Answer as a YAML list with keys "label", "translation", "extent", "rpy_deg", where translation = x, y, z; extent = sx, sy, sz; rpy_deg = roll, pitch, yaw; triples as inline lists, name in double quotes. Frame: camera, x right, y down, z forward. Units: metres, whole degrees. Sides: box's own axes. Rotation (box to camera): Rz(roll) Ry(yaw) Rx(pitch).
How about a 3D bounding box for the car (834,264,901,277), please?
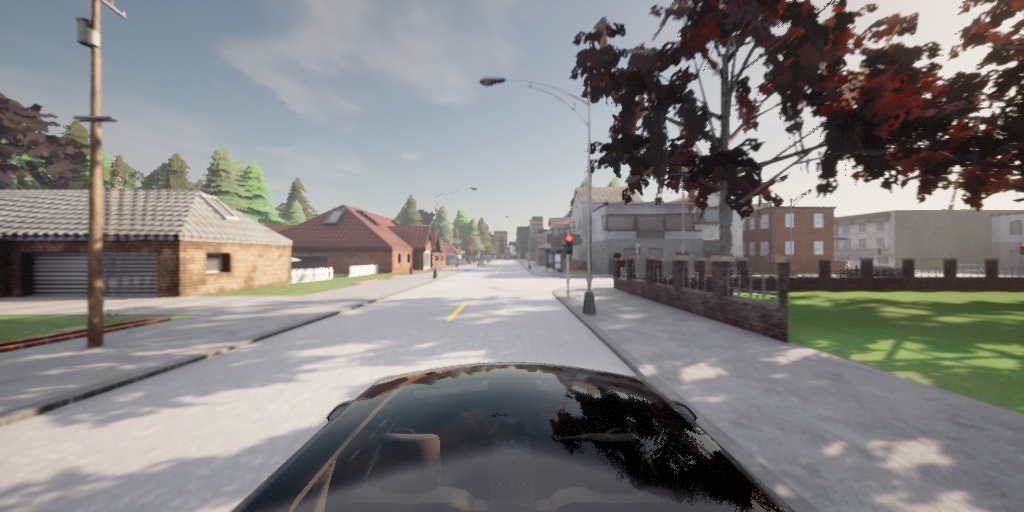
- label: "car"
  translation: [30.931, 1.355, 31.100]
  extent: [4.718, 1.301, 1.895]
  rpy_deg: [0, 0, 1]
